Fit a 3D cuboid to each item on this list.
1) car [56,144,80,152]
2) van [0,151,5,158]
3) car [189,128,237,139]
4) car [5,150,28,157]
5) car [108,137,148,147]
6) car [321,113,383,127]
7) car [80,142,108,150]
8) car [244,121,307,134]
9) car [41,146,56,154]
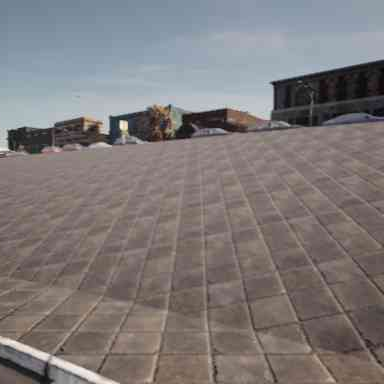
[{"bbox_3d":[-14.758,-5.327,42.193,4.553,1.767,2.185,2,2,41],"label":"car"},{"bbox_3d":[-31.352,-6.029,56.522,4.442,1.987,1.878,2,1,41],"label":"van"},{"bbox_3d":[1.968,-4.551,27.751,4.892,1.521,2.231,2,2,41],"label":"car"},{"bbox_3d":[-27.272,-5.661,52.999,4.892,1.521,2.231,2,1,41],"label":"car"},{"bbox_3d":[-6.307,-5.000,34.896,4.553,1.767,2.185,2,2,41],"label":"car"},{"bbox_3d":[10.417,-4.141,20.614,4.674,1.452,2.002,3,2,40],"label":"car"},{"bbox_3d":[-10.467,-4.995,38.488,4.674,1.452,2.002,2,2,41],"label":"car"},{"bbox_3d":[6.149,-4.375,24.151,4.892,1.521,2.231,2,2,41],"label":"car"},{"bbox_3d":[-18.934,-5.484,45.800,4.553,1.767,2.185,2,2,41],"label":"car"}]
